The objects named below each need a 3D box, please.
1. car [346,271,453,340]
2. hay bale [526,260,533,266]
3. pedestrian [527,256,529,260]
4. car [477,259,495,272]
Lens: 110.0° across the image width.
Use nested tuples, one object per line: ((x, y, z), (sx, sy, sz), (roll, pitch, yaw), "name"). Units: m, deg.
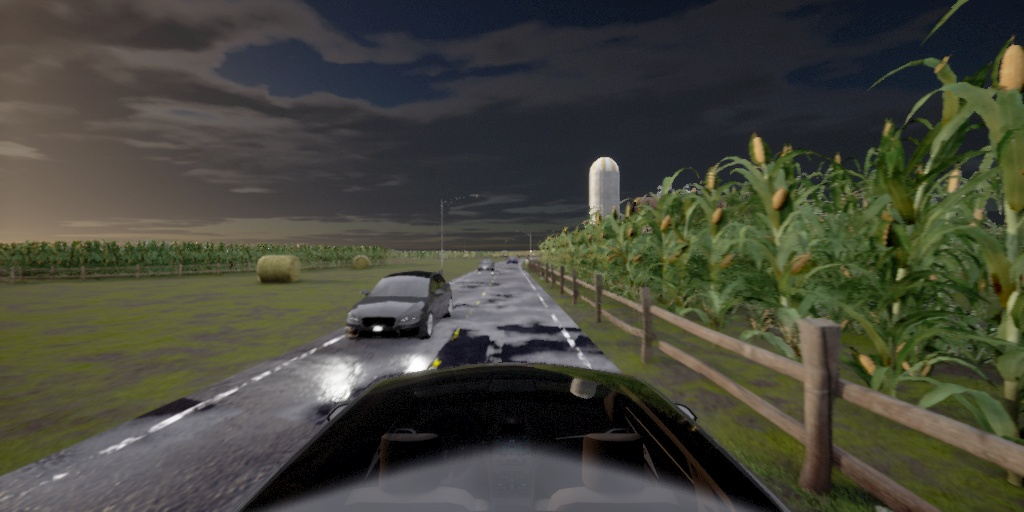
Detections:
((-2.837, 1.214, 9.979), (1.837, 1.490, 4.892), (0, 2, 0), "car")
((3.043, 1.166, 61.486), (1.220, 1.180, 1.240), (0, 0, 1), "hay bale")
((2.761, 0.789, 62.758), (0.375, 1.860, 0.375), (-1, 1, -2), "pedestrian")
((-2.969, 1.087, 41.907), (2.128, 1.511, 4.902), (0, 0, 0), "car")
